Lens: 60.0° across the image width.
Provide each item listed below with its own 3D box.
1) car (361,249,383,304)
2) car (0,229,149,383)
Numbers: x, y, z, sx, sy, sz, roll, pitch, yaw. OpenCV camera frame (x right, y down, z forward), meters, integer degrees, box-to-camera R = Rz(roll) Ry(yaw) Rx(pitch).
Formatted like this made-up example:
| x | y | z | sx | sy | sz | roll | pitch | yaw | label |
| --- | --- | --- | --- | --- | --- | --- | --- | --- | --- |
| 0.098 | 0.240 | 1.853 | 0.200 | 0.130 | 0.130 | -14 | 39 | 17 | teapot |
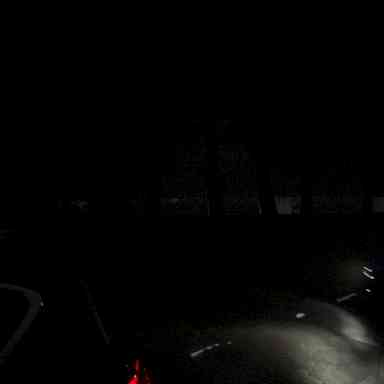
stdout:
| x | y | z | sx | sy | sz | roll | pitch | yaw | label |
| --- | --- | --- | --- | --- | --- | --- | --- | --- | --- |
| 5.579 | 1.449 | 7.235 | 5.008 | 1.535 | 1.882 | -1 | -1 | -37 | car |
| -2.784 | 1.289 | 0.985 | 5.566 | 2.045 | 2.150 | -1 | -1 | -37 | car |
